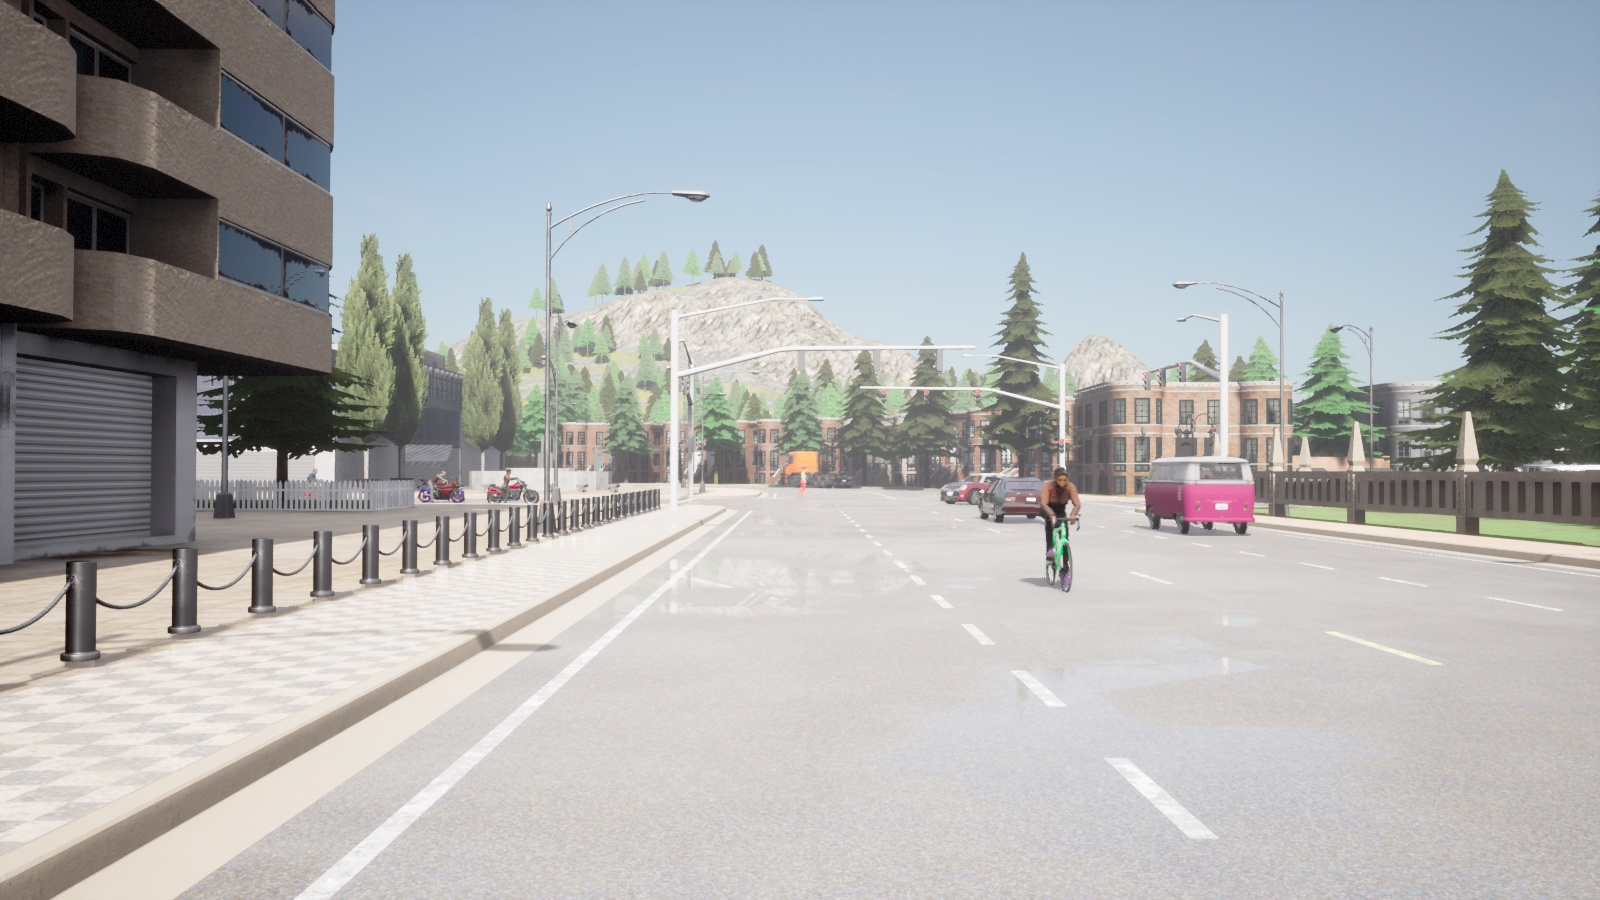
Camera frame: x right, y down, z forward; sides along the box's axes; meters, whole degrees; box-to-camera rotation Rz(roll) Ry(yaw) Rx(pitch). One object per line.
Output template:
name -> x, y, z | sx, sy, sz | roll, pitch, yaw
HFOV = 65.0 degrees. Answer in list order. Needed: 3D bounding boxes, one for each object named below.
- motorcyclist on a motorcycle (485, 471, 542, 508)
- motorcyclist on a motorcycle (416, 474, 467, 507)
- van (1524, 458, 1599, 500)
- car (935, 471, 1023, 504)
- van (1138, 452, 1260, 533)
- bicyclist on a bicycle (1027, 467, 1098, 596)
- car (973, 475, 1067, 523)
motorcyclist on a motorcycle -> -12.683, 1.747, 55.582 | 2.350, 1.649, 0.766 | 0, -1, 0
motorcyclist on a motorcycle -> -16.851, 1.906, 59.067 | 2.191, 1.530, 0.866 | 0, -1, 0
van -> 39.039, 1.433, 62.757 | 4.480, 2.038, 2.069 | 0, -1, 0
car -> 8.468, 1.740, 59.362 | 3.806, 1.475, 1.970 | 0, -1, -34
van -> 10.415, 1.080, 33.122 | 1.775, 1.987, 4.442 | 0, -1, 0
bicyclist on a bicycle -> 3.457, 1.033, 16.669 | 0.582, 1.620, 1.656 | 0, -1, 0
car -> 6.898, 1.504, 39.958 | 2.033, 1.411, 5.357 | 0, -1, 0
